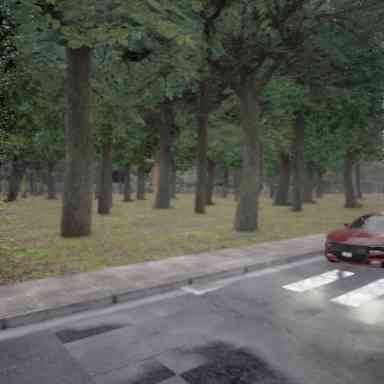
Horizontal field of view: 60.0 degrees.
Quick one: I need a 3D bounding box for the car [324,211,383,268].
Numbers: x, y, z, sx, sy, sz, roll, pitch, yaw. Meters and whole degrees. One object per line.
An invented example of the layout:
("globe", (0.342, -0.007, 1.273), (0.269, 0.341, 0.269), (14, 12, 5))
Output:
("car", (6.070, 1.368, 10.399), (5.008, 1.535, 1.882), (-1, 1, -39))
